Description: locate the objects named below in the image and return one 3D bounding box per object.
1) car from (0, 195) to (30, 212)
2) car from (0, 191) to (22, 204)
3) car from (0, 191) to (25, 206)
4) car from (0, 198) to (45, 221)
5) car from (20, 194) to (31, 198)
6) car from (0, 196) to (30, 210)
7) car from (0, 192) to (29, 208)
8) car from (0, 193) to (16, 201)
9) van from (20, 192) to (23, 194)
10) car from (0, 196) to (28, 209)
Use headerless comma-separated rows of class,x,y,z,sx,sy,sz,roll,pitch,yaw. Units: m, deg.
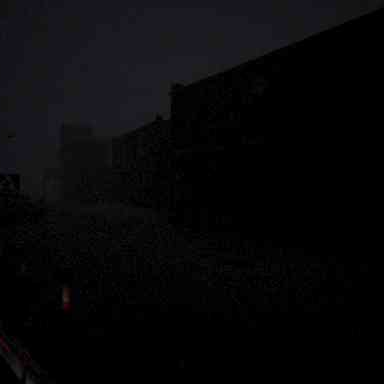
car,-20.043,1.187,35.786,4.553,1.767,2.185,0,0,-30
car,-31.267,0.836,54.976,5.566,2.045,2.435,0,0,-30
car,-27.171,0.914,47.859,5.566,2.045,2.435,0,0,-30
car,-13.141,1.440,23.861,4.792,1.488,2.163,0,0,-30
car,-15.831,1.259,28.584,4.553,1.767,2.185,0,0,-30
car,-21.541,1.281,38.275,5.008,1.535,2.097,0,0,-30
car,-24.251,0.973,42.981,5.566,2.045,2.435,0,0,-30
car,-38.312,0.978,66.954,4.892,1.521,2.231,0,0,-30
van,-17.426,1.138,31.019,4.442,1.987,1.878,0,0,-30
car,-22.871,1.254,40.573,4.892,1.521,2.231,0,0,-30
